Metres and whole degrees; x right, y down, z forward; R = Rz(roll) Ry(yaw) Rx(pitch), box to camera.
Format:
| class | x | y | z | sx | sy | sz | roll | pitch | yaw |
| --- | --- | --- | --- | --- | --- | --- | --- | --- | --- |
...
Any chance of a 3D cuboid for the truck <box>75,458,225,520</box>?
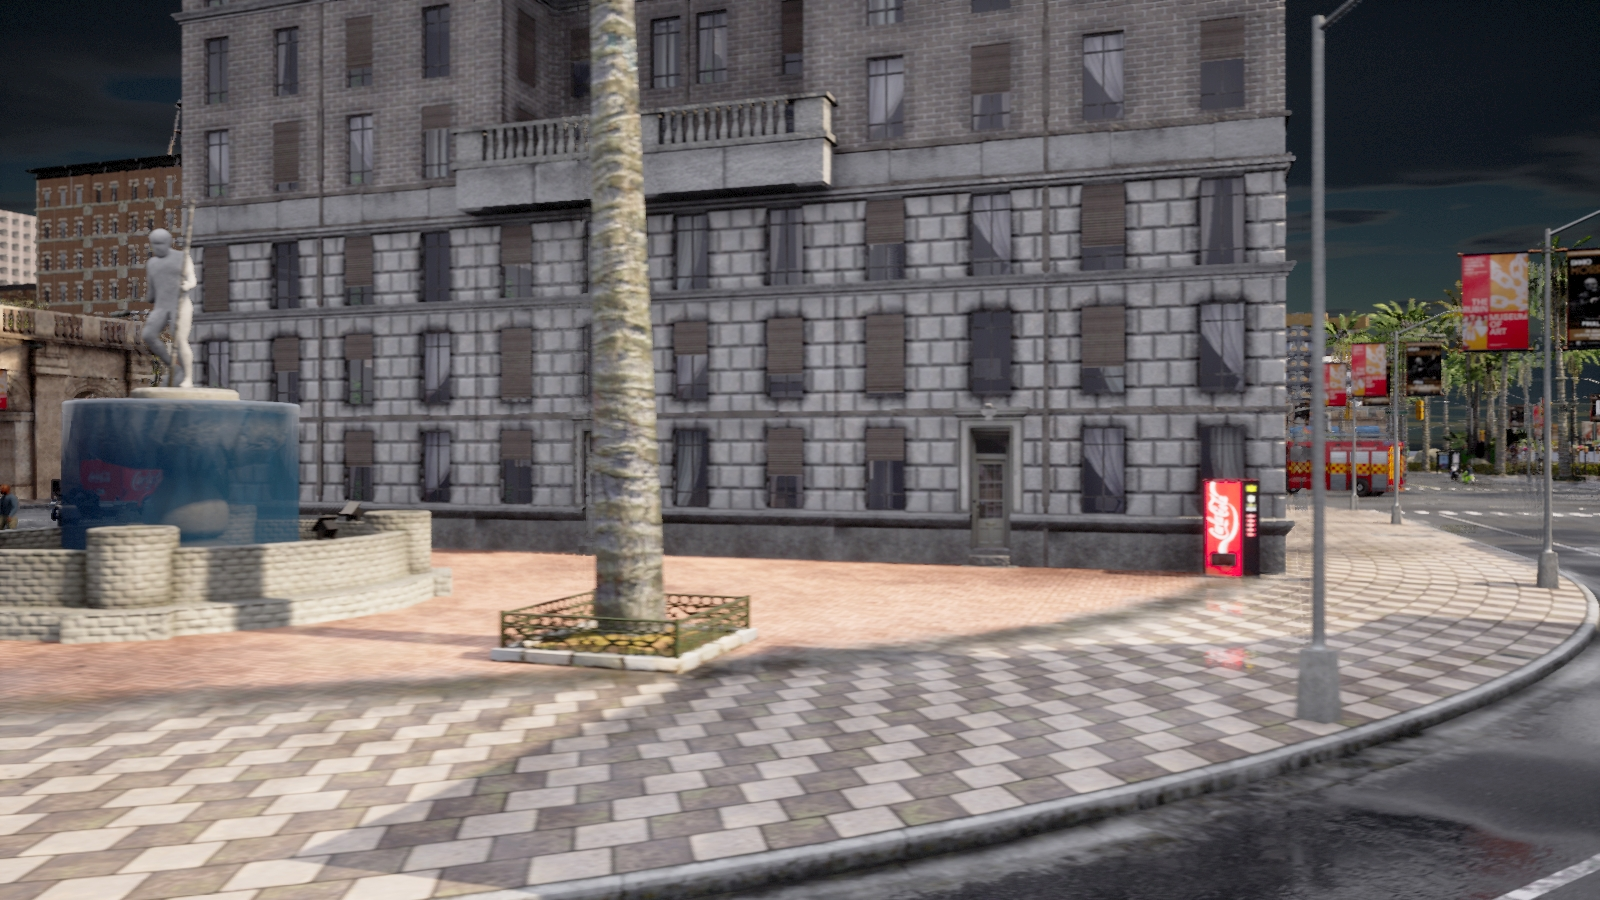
| class | x | y | z | sx | sy | sz | roll | pitch | yaw |
| --- | --- | --- | --- | --- | --- | --- | --- | --- | --- |
| truck | -27.782 | 1.592 | 49.069 | 2.627 | 2.467 | 5.204 | 0 | 0 | 18 |

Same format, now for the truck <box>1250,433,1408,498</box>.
| class | x | y | z | sx | sy | sz | roll | pitch | yaw |
| --- | --- | --- | --- | --- | --- | --- | --- | --- | --- |
| truck | 32.766 | 0.916 | 71.089 | 2.891 | 3.827 | 8.468 | 0 | 0 | -44 |

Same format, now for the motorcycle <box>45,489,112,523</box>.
| class | x | y | z | sx | sy | sz | roll | pitch | yaw |
| --- | --- | --- | --- | --- | --- | --- | --- | --- | --- |
| motorcycle | -28.879 | 2.227 | 45.760 | 0.867 | 1.251 | 2.209 | 0 | 0 | 19 |

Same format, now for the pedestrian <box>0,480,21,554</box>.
| class | x | y | z | sx | sy | sz | roll | pitch | yaw |
| --- | --- | --- | --- | --- | --- | --- | --- | --- | --- |
| pedestrian | -20.241 | 1.711 | 29.234 | 0.375 | 1.860 | 0.375 | 0 | 0 | 13 |
